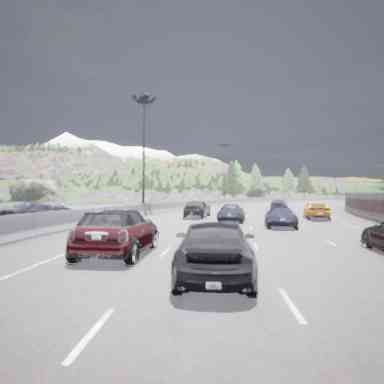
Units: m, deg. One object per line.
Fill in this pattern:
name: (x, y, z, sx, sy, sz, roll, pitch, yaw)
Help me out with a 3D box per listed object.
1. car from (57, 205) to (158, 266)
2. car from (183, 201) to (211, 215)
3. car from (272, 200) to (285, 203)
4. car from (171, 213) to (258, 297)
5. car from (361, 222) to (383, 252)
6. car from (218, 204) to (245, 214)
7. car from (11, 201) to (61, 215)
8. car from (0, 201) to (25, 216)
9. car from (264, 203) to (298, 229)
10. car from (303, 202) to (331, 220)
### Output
car: (-2.611, 1.361, 11.891, 2.097, 1.767, 4.553, 0, 0, 5)
car: (0.514, 1.581, 30.523, 1.837, 1.490, 4.892, 0, 0, 13)
car: (10.458, 1.677, 39.993, 1.837, 1.490, 4.892, 0, 0, 18)
car: (0.595, 1.530, 8.707, 1.837, 1.490, 4.892, 0, 0, 4)
car: (7.974, 1.653, 12.356, 1.994, 1.385, 4.181, 0, 0, 6)
car: (3.132, 1.650, 26.206, 1.994, 1.385, 4.181, 0, 0, 12)
car: (-11.388, 1.579, 25.979, 1.895, 1.301, 4.718, 0, 0, 11)
car: (-14.290, 1.512, 29.278, 2.033, 1.411, 5.357, 0, 0, 12)
car: (5.950, 1.662, 22.421, 1.994, 1.385, 4.181, 0, 0, 10)
car: (11.146, 1.631, 29.863, 1.882, 1.535, 5.008, 0, 0, 14)
